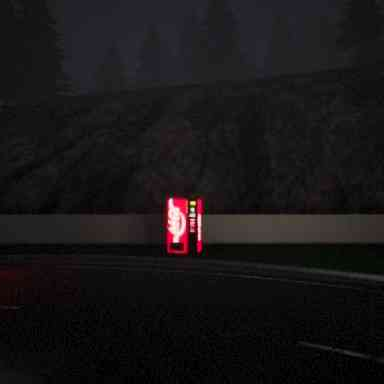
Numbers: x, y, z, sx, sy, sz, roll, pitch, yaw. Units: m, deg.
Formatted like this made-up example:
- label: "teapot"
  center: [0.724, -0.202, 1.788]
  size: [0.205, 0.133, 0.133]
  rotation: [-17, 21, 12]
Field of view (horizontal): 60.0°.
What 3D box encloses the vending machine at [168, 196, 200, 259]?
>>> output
- label: "vending machine"
  center: [-0.263, 1.195, 11.787]
  size: [0.880, 2.100, 1.100]
  rotation: [0, 0, 14]
